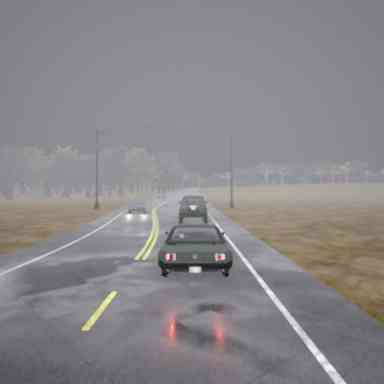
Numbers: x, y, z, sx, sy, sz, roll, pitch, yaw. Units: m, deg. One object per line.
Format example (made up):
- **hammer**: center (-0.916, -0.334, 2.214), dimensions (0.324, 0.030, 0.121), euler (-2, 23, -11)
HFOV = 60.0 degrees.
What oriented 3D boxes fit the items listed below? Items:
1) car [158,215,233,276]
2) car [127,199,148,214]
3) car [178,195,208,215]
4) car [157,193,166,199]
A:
- **car**: center (0.089, 1.620, 10.369), dimensions (1.895, 1.301, 4.718), euler (0, 0, 0)
- **car**: center (-5.878, 1.551, 35.924), dimensions (1.837, 1.490, 4.892), euler (0, 0, -6)
- **car**: center (0.088, 1.268, 26.390), dimensions (2.150, 2.045, 5.566), euler (0, 0, 0)
- **car**: center (-7.015, 1.039, 77.367), dimensions (1.882, 1.535, 5.008), euler (0, 1, 0)
